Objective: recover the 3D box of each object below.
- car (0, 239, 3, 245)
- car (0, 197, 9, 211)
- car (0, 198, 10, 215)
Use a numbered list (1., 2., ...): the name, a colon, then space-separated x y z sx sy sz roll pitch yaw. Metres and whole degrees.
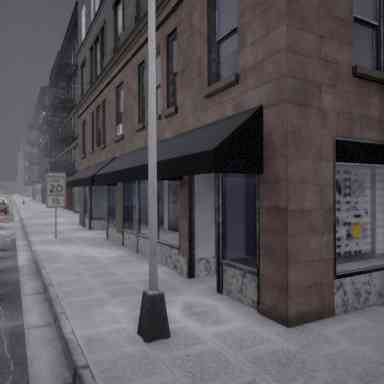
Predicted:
1. car: -5.137 1.507 6.961 1.837 1.490 4.892 0 0 -29
2. car: -24.409 1.468 42.406 1.882 1.535 5.008 0 0 -28
3. car: -19.388 1.488 33.266 2.128 1.511 4.902 0 0 -28
